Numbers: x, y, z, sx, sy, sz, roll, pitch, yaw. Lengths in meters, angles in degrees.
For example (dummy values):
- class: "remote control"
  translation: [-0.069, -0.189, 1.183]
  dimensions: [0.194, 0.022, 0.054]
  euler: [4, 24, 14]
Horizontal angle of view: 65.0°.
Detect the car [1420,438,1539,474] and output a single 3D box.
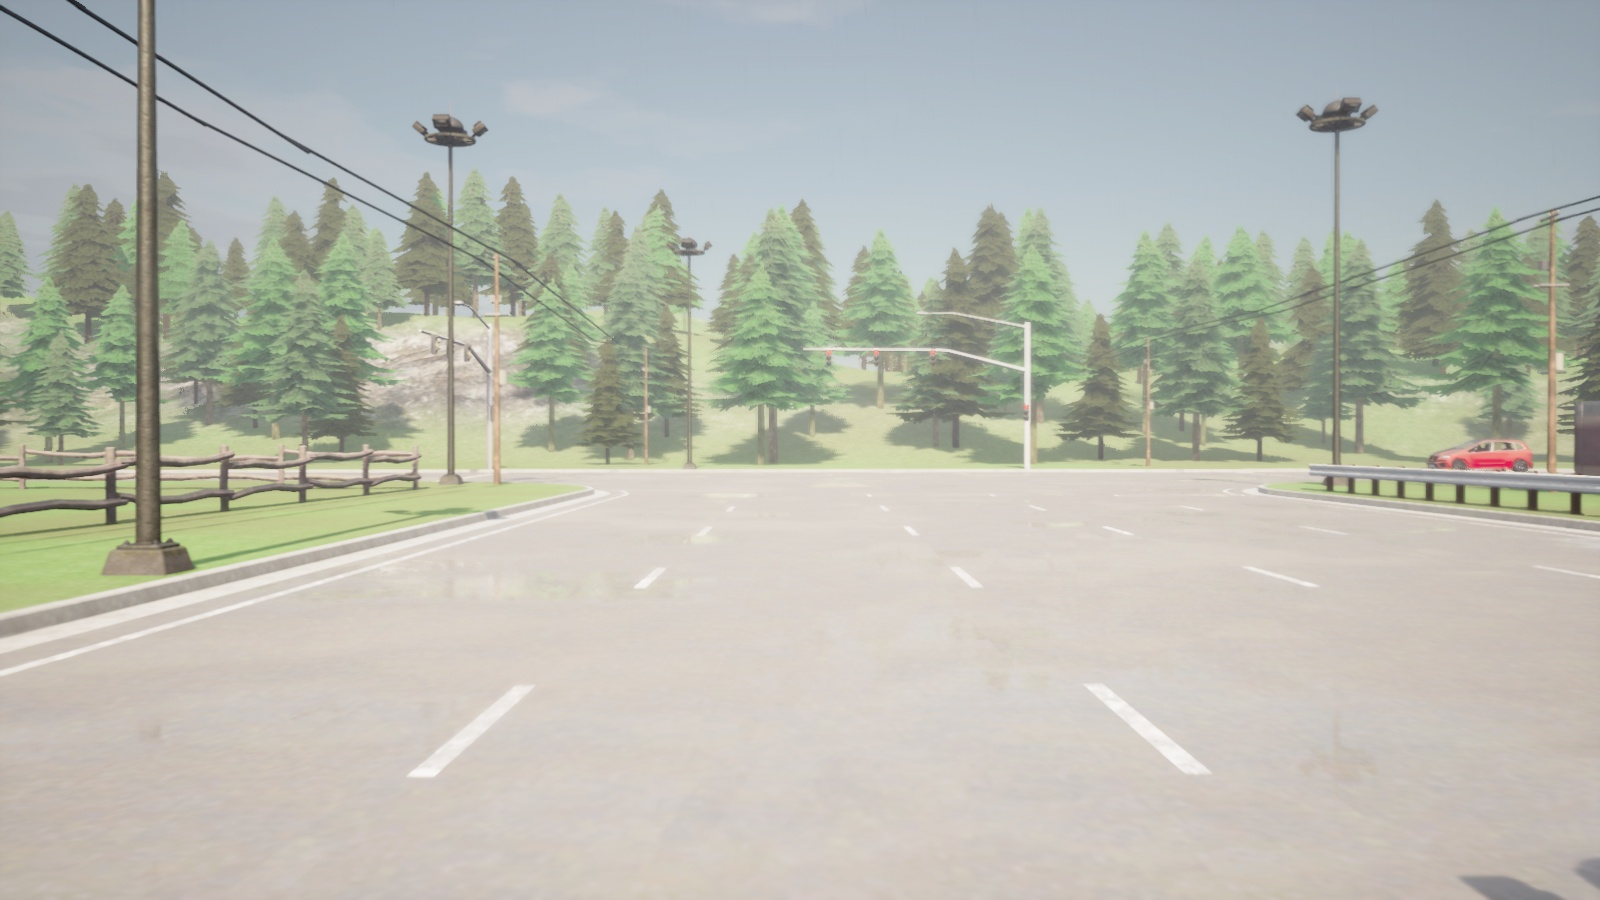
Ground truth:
- class: "car"
  translation: [33.073, 0.283, 61.224]
  dimensions: [4.611, 1.667, 2.242]
  euler: [0, 0, 1]
